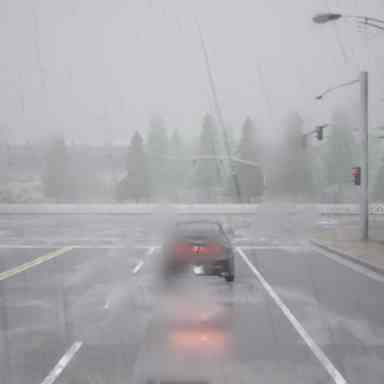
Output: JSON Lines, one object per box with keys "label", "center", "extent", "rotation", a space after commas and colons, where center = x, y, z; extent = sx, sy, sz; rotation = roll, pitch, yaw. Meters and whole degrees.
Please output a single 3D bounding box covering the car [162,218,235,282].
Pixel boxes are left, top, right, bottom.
{"label": "car", "center": [0.227, 1.560, 9.991], "extent": [1.837, 1.490, 4.892], "rotation": [0, -1, 3]}
